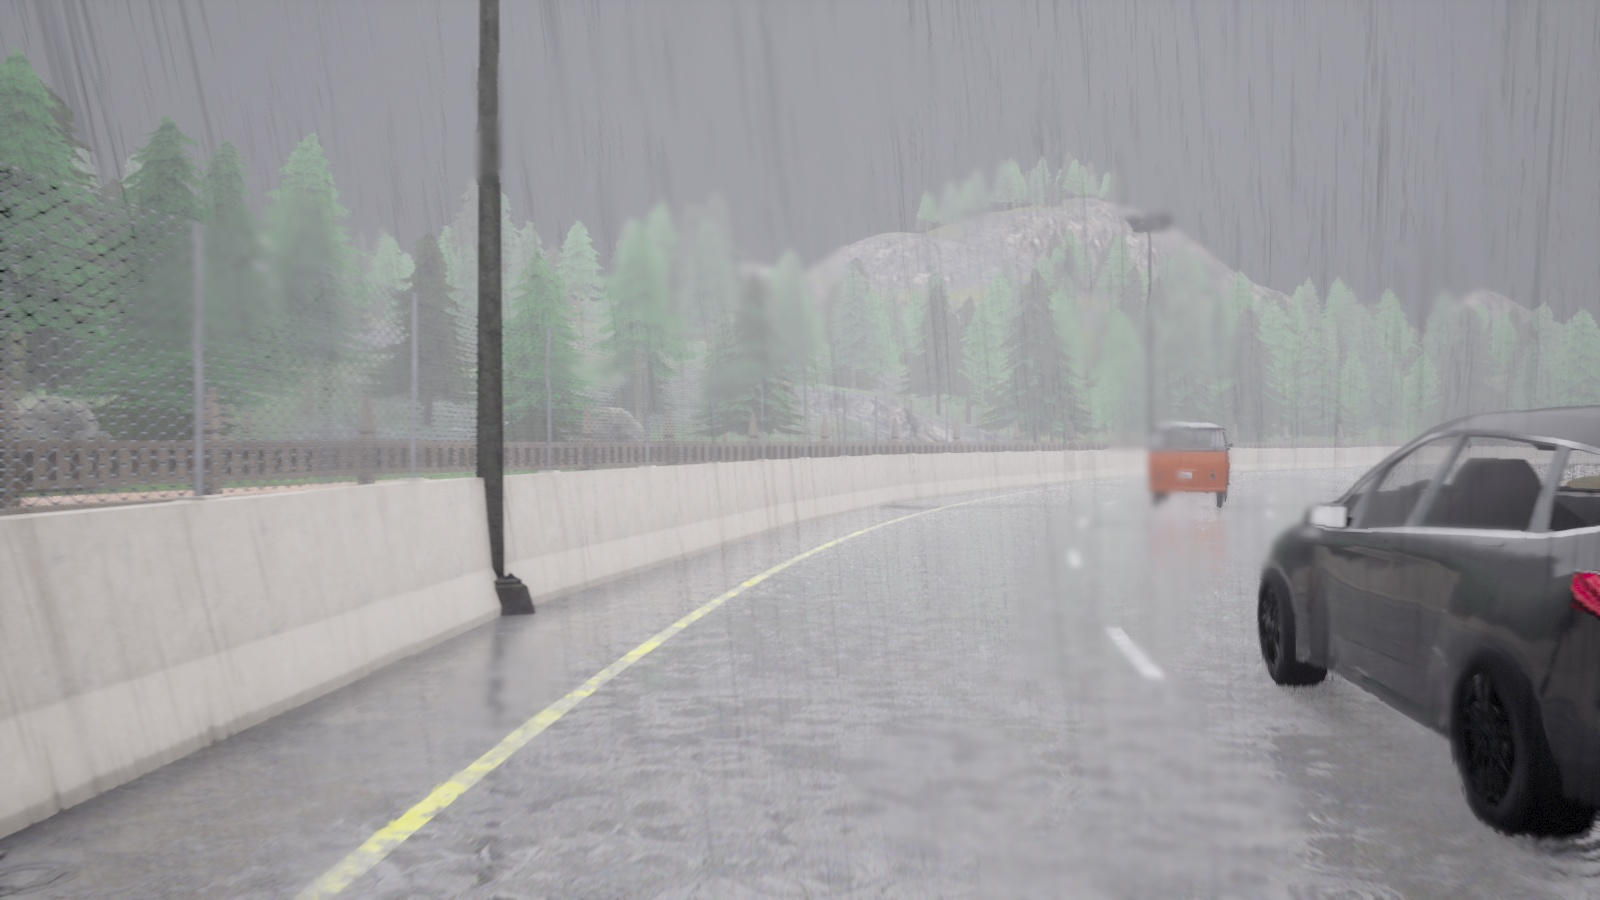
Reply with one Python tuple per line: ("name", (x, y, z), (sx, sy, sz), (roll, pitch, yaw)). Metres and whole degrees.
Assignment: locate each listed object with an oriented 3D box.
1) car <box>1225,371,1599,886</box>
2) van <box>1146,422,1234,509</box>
("car", (3.830, 0.561, 6.262), (2.242, 1.667, 4.611), (0, 0, 5))
("van", (9.689, 0.338, 31.001), (1.775, 1.987, 4.442), (0, 0, 21))
